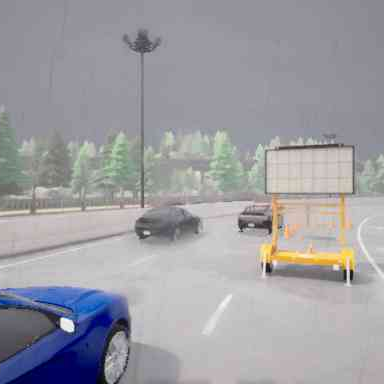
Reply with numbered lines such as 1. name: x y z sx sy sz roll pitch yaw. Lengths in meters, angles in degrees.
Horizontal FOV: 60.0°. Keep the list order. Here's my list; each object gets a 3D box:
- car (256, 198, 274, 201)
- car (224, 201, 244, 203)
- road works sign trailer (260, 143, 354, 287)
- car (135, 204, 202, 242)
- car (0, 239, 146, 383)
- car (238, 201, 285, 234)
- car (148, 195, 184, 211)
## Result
1. car: 7.417 1.350 32.105 2.097 1.767 4.553 0 0 33
2. car: 5.476 1.216 41.823 2.150 2.045 5.566 0 0 38
3. road works sign trailer: 3.350 0.463 9.590 2.380 3.560 2.880 0 0 23
4. car: -1.008 1.502 16.543 1.837 1.490 4.892 0 0 22
5. car: -2.146 1.477 2.481 1.882 1.535 5.008 0 0 14
6. car: 4.100 1.489 19.338 2.128 1.511 4.902 0 0 25
7. car: -3.184 1.347 41.708 2.097 1.767 4.553 0 0 35
